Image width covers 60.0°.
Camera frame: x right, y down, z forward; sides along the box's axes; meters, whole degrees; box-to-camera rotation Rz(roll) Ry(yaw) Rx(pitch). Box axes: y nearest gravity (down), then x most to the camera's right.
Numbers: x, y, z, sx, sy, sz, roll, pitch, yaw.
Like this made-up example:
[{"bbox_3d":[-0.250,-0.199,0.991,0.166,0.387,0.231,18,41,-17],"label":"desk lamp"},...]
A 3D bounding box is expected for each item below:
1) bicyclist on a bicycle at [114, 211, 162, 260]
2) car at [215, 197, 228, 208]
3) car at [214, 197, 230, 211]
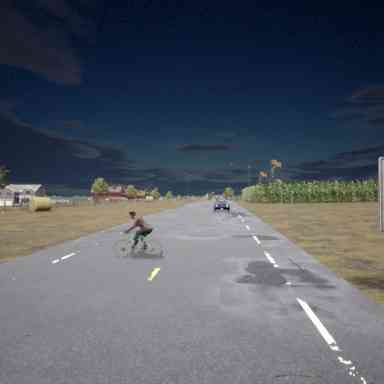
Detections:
[{"bbox_3d":[-1.802,1.455,11.040,1.656,1.620,0.582,0,0,5],"label":"bicyclist on a bicycle"},{"bbox_3d":[4.472,1.579,49.750,1.837,1.490,4.892,0,0,5],"label":"car"},{"bbox_3d":[3.579,1.626,39.879,1.895,1.301,4.718,0,0,5],"label":"car"}]
